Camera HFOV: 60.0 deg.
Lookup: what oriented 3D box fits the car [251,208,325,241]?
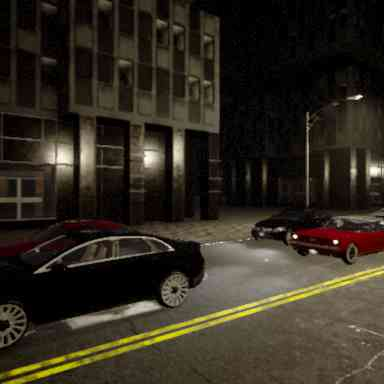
[{"bbox_3d":[4.771,1.455,15.047,4.674,1.442,1.812,0,0,-35],"label":"car"}]

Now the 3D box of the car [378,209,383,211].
[{"bbox_3d":[13.349,1.415,21.080,5.357,1.411,2.033,0,0,-35],"label":"car"}]

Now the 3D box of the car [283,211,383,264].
[{"bbox_3d":[5.579,1.538,11.639,4.718,1.301,1.895,0,0,-35],"label":"car"}]

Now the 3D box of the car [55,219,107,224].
[{"bbox_3d":[-3.358,1.512,9.265,4.674,1.442,1.812,0,0,-35],"label":"car"}]

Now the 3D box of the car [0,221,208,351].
[{"bbox_3d":[-1.971,1.481,6.265,4.902,1.511,2.128,0,0,-35],"label":"car"}]
